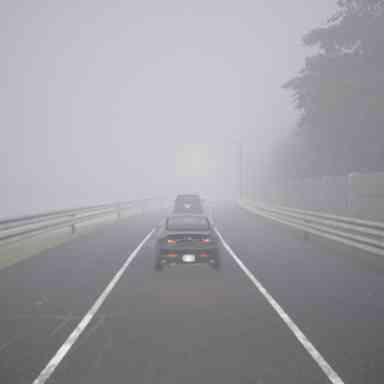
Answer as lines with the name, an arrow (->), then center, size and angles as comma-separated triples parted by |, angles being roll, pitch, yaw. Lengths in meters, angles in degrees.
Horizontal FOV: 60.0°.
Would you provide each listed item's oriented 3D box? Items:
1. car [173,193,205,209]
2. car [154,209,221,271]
car -> -0.213, 1.123, 25.879 | 2.150, 2.045, 5.566 | 0, 1, 2
car -> -0.178, 1.461, 10.754 | 1.837, 1.490, 4.892 | 0, -1, -2
